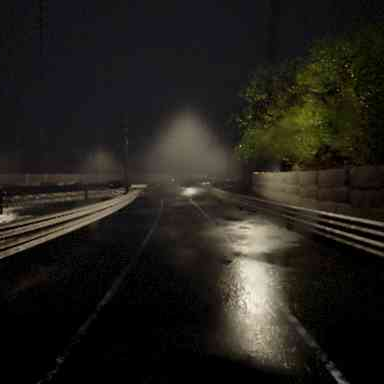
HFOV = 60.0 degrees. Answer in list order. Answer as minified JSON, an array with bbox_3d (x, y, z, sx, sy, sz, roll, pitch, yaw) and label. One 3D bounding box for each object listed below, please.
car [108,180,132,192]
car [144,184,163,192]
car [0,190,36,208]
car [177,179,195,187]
[{"bbox_3d":[-13.393,-1.156,62.138,2.150,2.045,5.566,1,3,22],"label":"car"},{"bbox_3d":[-6.814,-0.703,59.698,1.994,1.385,4.181,2,4,22],"label":"car"},{"bbox_3d":[-17.603,0.714,32.640,1.812,1.442,4.674,1,3,21],"label":"car"},{"bbox_3d":[-1.117,-2.332,83.152,2.150,2.045,5.566,1,3,22],"label":"car"}]
